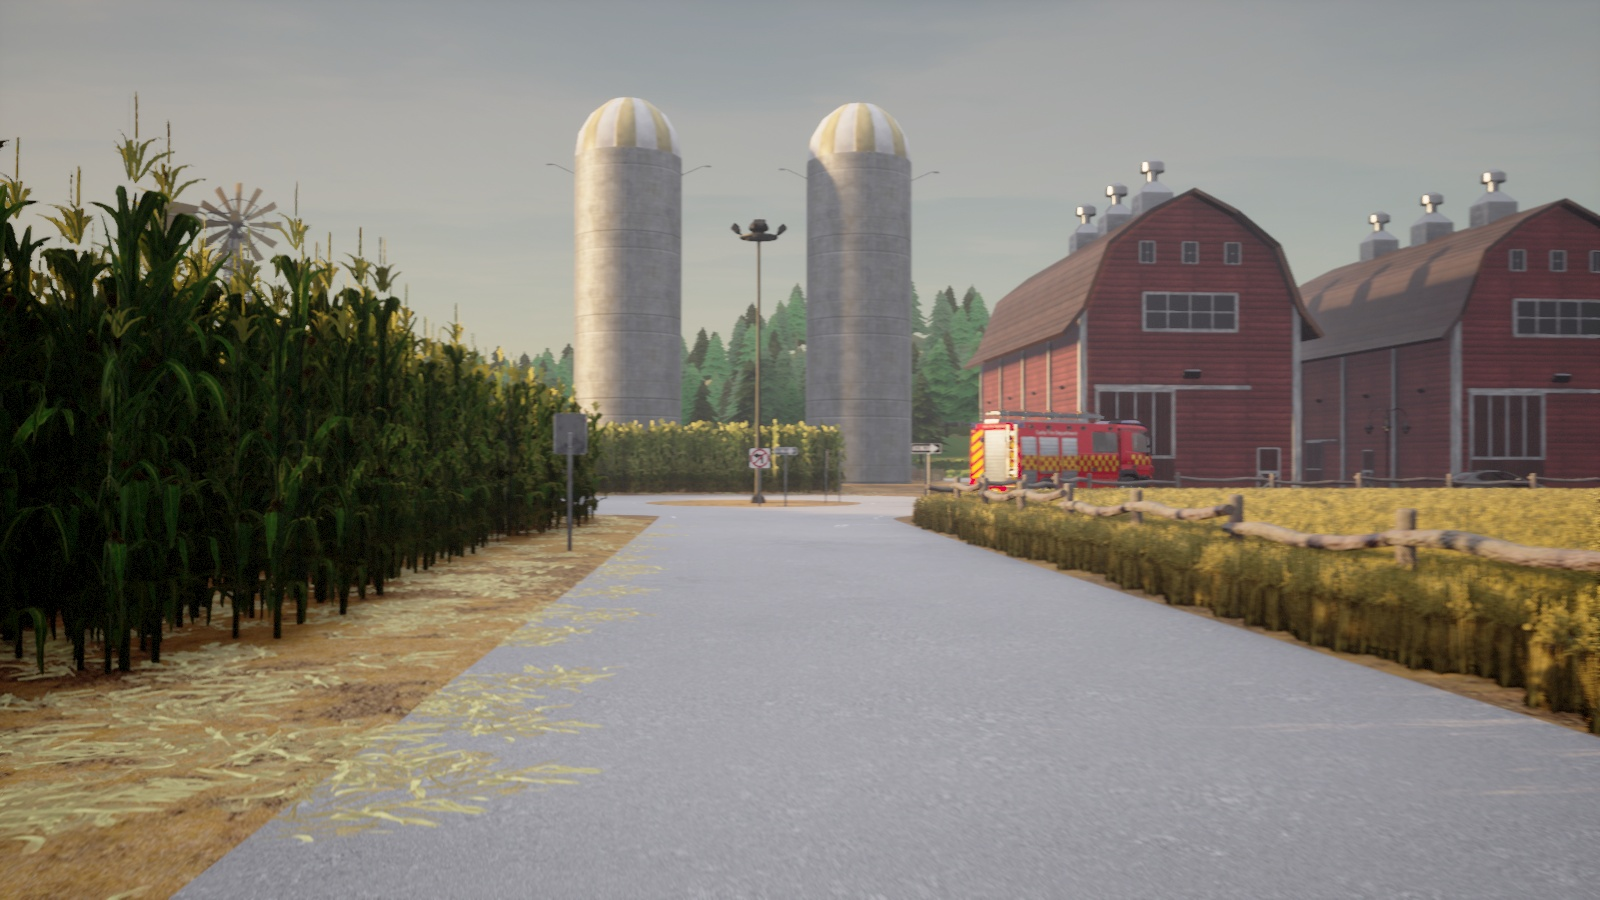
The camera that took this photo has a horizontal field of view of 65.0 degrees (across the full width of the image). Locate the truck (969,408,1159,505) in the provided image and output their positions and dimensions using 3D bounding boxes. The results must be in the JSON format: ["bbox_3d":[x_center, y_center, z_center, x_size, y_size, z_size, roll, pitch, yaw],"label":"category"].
[{"bbox_3d":[11.230,0.280,52.965,8.468,3.827,2.891,0,-1,-36],"label":"truck"}]

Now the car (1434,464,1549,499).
[{"bbox_3d":[30.668,1.384,55.717,4.193,1.474,1.816,0,-1,-7],"label":"car"}]
